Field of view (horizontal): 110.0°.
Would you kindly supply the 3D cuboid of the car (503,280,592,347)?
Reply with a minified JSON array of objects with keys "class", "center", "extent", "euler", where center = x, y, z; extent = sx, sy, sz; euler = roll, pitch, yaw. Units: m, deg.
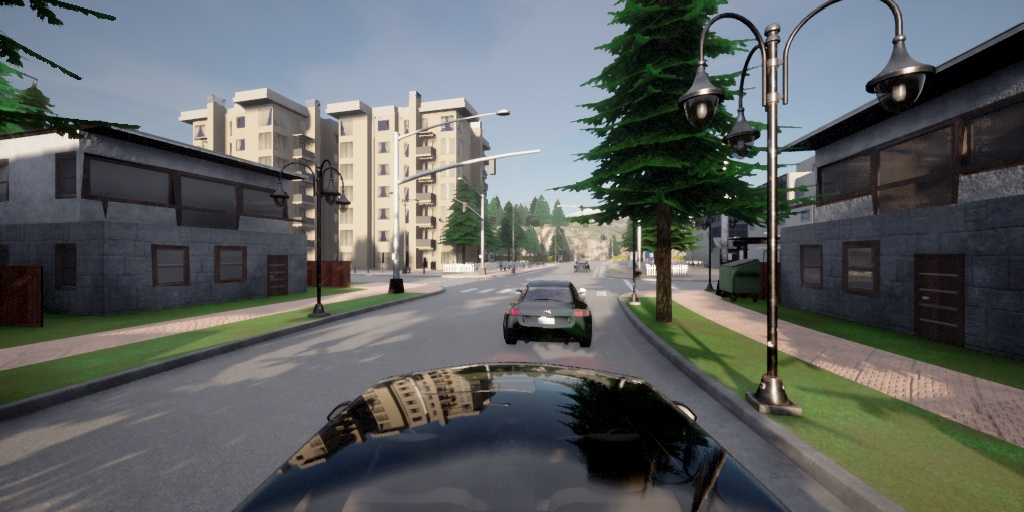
[{"class":"car","center":[1.007,1.314,9.410],"extent":[1.994,1.385,4.181],"euler":[0,0,8]}]

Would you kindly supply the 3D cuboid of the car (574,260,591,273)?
[{"class":"car","center":[8.793,1.276,44.941],"extent":[2.128,1.511,4.902],"euler":[0,0,14]}]
